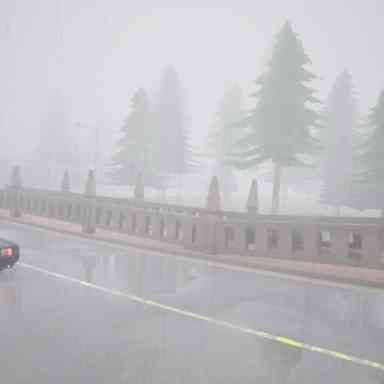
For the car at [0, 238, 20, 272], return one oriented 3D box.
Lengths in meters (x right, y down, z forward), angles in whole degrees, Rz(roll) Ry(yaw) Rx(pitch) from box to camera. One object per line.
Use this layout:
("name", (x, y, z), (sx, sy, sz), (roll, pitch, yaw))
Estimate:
("car", (-6.549, 1.358, 8.621), (4.718, 1.301, 1.895), (3, 2, 35))
